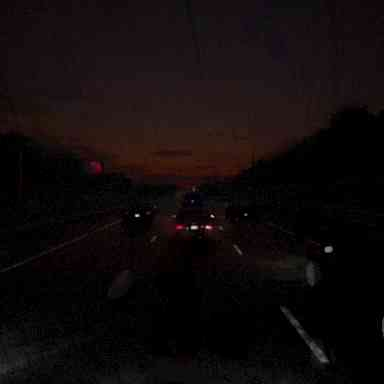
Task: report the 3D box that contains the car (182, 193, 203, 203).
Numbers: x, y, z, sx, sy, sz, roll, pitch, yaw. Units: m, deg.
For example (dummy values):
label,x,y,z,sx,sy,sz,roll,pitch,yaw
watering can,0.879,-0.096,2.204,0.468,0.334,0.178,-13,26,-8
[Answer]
label,x,y,z,sx,sy,sz,roll,pitch,yaw
car,0.051,1.099,38.517,2.150,2.045,5.566,0,0,0

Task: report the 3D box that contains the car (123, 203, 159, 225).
label,x,y,z,sx,sy,sz,roll,pitch,yaw
car,-3.429,1.448,22.821,1.994,1.385,4.181,0,0,0

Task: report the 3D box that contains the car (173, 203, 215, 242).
label,x,y,z,sx,sy,sz,roll,pitch,yaw
car,0.082,1.461,15.847,2.033,1.411,5.357,0,0,0

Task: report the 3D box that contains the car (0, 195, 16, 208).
label,x,y,z,sx,sy,sz,roll,pitch,yaw
car,-17.538,0.943,29.983,2.097,1.767,4.553,0,0,0

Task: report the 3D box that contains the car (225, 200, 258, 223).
label,x,y,z,sx,sy,sz,roll,pitch,yaw
car,3.569,1.356,24.553,1.882,1.535,5.008,0,0,0

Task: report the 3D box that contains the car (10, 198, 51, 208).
label,x,y,z,sx,sy,sz,roll,pitch,yaw
car,-14.038,1.439,29.959,1.812,1.442,4.674,0,0,0

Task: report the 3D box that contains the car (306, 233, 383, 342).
label,x,y,z,sx,sy,sz,roll,pitch,yaw
car,3.593,1.445,5.815,1.882,1.535,5.008,0,0,0
